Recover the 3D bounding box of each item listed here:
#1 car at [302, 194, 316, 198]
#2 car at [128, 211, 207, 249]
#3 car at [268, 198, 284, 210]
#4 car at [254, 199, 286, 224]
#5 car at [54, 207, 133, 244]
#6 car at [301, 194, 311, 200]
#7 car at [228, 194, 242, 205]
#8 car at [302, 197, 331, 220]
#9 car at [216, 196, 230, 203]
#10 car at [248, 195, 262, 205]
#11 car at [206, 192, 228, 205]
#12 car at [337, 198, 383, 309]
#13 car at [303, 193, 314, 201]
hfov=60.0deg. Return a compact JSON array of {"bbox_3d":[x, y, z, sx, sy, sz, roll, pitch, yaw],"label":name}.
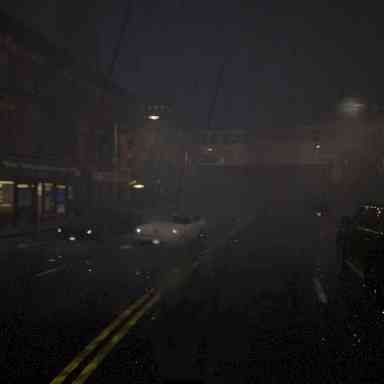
[{"bbox_3d":[24.964,1.349,69.208,2.231,1.521,4.892,0,0,25],"label":"car"},{"bbox_3d":[-0.755,1.533,14.438,1.895,1.301,4.718,0,0,15],"label":"car"},{"bbox_3d":[10.476,1.492,41.300,1.895,1.301,4.718,0,0,15],"label":"car"},{"bbox_3d":[5.886,1.497,24.569,1.994,1.385,4.181,0,0,15],"label":"car"},{"bbox_3d":[-4.035,1.453,15.707,2.033,1.411,5.357,0,0,15],"label":"car"},{"bbox_3d":[29.441,1.306,85.816,2.097,1.535,5.008,0,0,15],"label":"car"},{"bbox_3d":[6.993,1.159,55.539,2.097,1.767,4.553,0,0,16],"label":"car"},{"bbox_3d":[10.406,1.454,27.831,1.837,1.490,4.892,0,0,15],"label":"car"},{"bbox_3d":[5.848,1.364,62.837,1.895,1.301,4.718,0,0,15],"label":"car"},{"bbox_3d":[10.329,1.339,54.489,1.837,1.490,4.892,0,0,16],"label":"car"},{"bbox_3d":[3.926,1.015,55.694,2.435,2.045,5.566,0,0,15],"label":"car"},{"bbox_3d":[4.911,1.220,7.703,2.150,2.045,5.566,0,0,14],"label":"car"},{"bbox_3d":[27.866,1.197,79.585,2.185,1.767,4.553,0,0,15],"label":"car"}]
